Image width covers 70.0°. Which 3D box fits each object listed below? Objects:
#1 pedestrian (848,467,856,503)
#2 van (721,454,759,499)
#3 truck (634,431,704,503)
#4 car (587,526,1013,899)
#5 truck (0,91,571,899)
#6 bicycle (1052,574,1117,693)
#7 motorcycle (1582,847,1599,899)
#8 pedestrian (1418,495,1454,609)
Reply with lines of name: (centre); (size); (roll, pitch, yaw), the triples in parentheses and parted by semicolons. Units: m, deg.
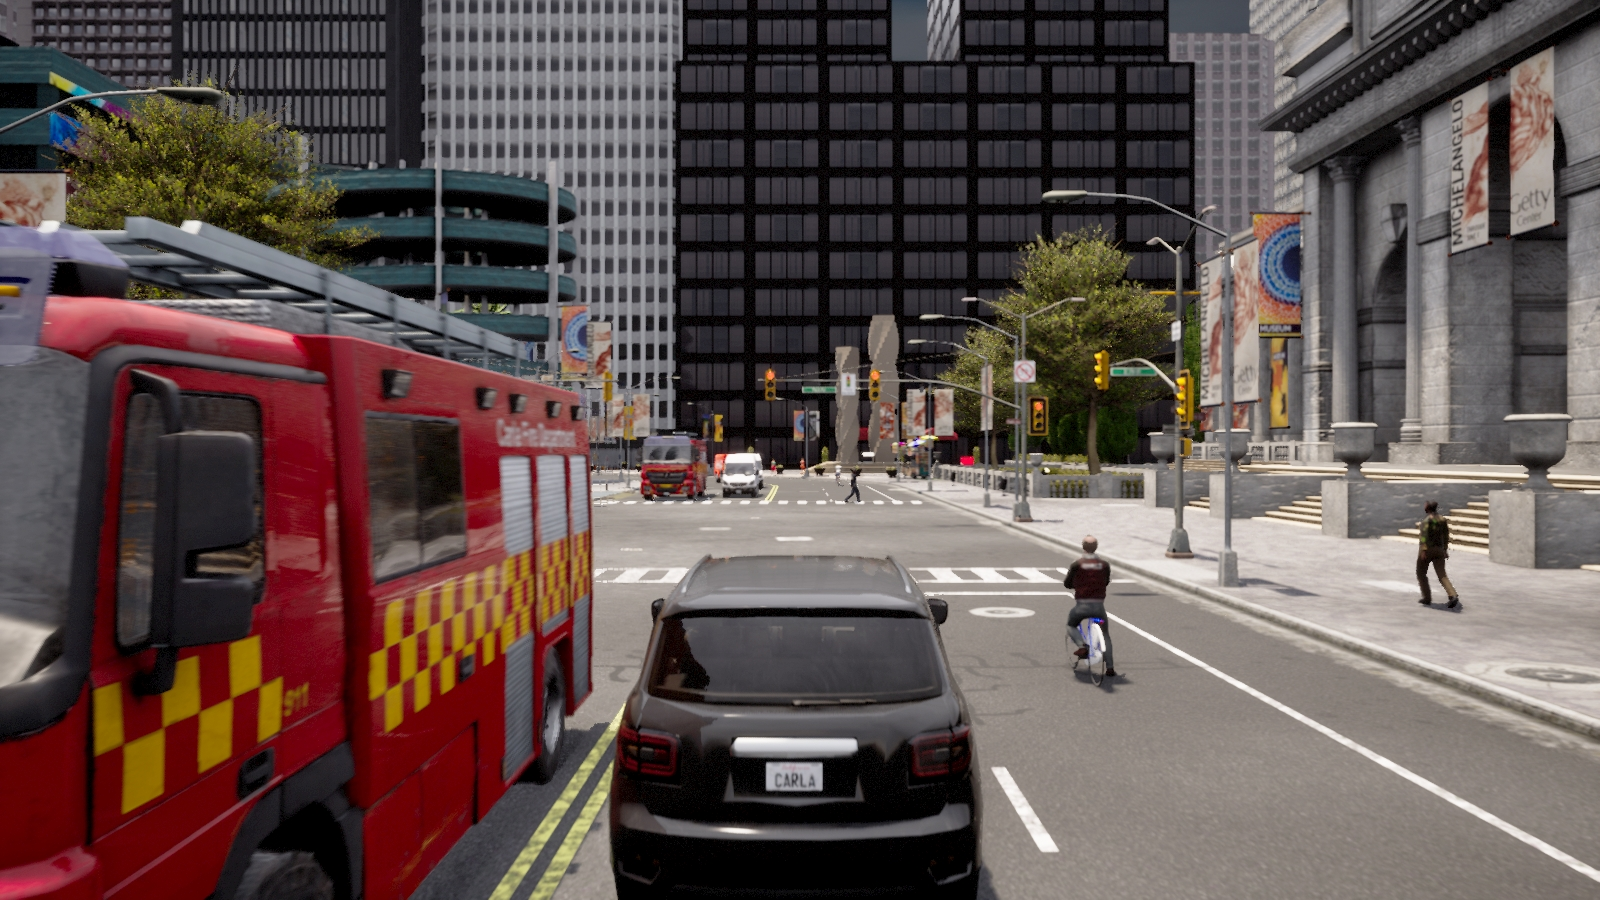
pedestrian: (2.751, 1.849, 60.196); (0.375, 1.860, 0.375); (0, 0, 7)
van: (-3.541, 1.535, 68.315); (1.988, 2.561, 5.915); (0, 0, 0)
truck: (-7.337, 0.891, 65.147); (2.891, 3.827, 8.468); (0, 0, 1)
car: (0.019, 1.780, 8.545); (2.150, 2.045, 5.566); (0, 0, 0)
truck: (-3.714, 0.890, 7.012); (2.891, 3.827, 8.468); (0, 0, 0)
bicycle: (3.480, 2.210, 14.074); (0.329, 1.171, 1.835); (0, 0, 0)
motorcycle: (3.507, 2.182, 3.598); (0.856, 1.236, 1.805); (0, 0, 0)
pedestrian: (10.608, 1.696, 19.074); (0.375, 1.860, 0.375); (0, 0, -8)
